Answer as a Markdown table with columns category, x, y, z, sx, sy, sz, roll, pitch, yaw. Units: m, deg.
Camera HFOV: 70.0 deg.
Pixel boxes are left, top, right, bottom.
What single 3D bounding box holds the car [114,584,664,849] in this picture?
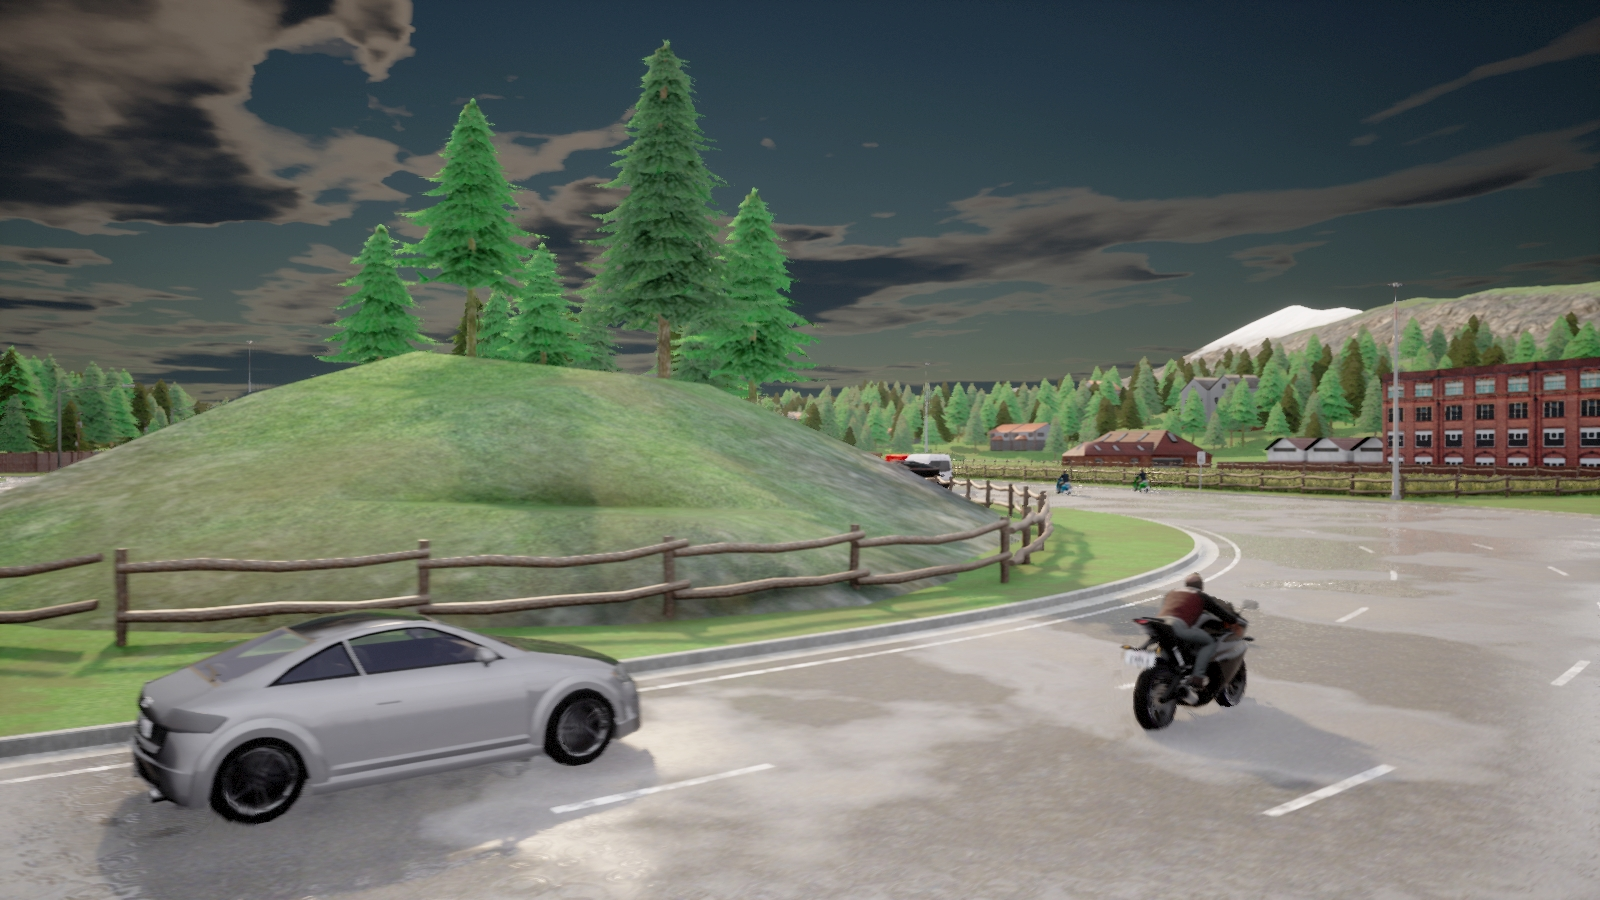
| category | x | y | z | sx | sy | sz | roll | pitch | yaw |
| --- | --- | --- | --- | --- | --- | --- | --- | --- | --- |
| car | -3.523 | 2.124 | 10.149 | 4.181 | 1.385 | 1.994 | 0 | 0 | -38 |

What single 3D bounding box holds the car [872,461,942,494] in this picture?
| category | x | y | z | sx | sy | sz | roll | pitch | yaw |
| --- | --- | --- | --- | --- | --- | --- | --- | --- | --- |
| car | 7.145 | 1.795 | 77.359 | 2.390 | 2.098 | 6.274 | 0 | 0 | -18 |

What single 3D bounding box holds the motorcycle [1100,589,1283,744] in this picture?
| category | x | y | z | sx | sy | sz | roll | pitch | yaw |
| --- | --- | --- | --- | --- | --- | --- | --- | --- | --- |
| motorcycle | 4.165 | 2.212 | 12.060 | 2.209 | 1.251 | 0.867 | 0 | -1 | -43 |

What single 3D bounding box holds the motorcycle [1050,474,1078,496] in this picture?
| category | x | y | z | sx | sy | sz | roll | pitch | yaw |
| --- | --- | --- | --- | --- | --- | --- | --- | --- | --- |
| motorcycle | 16.370 | 2.182 | 70.864 | 0.856 | 1.316 | 1.805 | 0 | 0 | -16 |
